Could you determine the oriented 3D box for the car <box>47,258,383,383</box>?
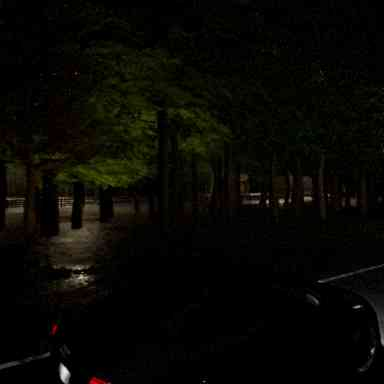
[{"bbox_3d":[0.502,1.563,4.103,4.181,1.385,1.994,0,0,-35],"label":"car"}]
